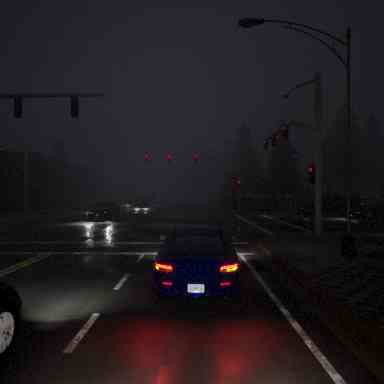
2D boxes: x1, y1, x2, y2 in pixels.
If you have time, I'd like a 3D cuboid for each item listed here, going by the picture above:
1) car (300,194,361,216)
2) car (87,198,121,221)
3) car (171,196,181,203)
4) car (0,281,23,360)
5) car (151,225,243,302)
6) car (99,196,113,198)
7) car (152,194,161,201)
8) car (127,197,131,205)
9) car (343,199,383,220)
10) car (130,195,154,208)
[{"bbox_3d":[13.078,1.222,31.153,5.566,2.045,2.150,0,0,0],"label":"car"},{"bbox_3d":[-7.118,1.505,27.391,1.837,1.490,4.892,0,0,0],"label":"car"},{"bbox_3d":[-3.447,1.477,69.651,1.882,1.535,5.008,0,0,0],"label":"car"},{"bbox_3d":[-3.440,1.505,3.008,1.837,1.490,4.892,0,0,0],"label":"car"},{"bbox_3d":[0.135,1.526,8.140,1.812,1.442,4.674,0,0,2],"label":"car"},{"bbox_3d":[-10.625,1.352,40.491,2.097,1.767,4.553,0,0,0],"label":"car"},{"bbox_3d":[-7.043,1.073,63.978,2.097,1.767,4.553,0,0,0],"label":"car"},{"bbox_3d":[-10.577,1.525,60.510,1.812,1.442,4.674,0,0,1],"label":"car"},{"bbox_3d":[15.898,1.547,27.652,5.357,1.411,2.033,0,0,0],"label":"car"},{"bbox_3d":[-7.124,1.564,47.856,1.994,1.385,4.181,0,0,0],"label":"car"}]
